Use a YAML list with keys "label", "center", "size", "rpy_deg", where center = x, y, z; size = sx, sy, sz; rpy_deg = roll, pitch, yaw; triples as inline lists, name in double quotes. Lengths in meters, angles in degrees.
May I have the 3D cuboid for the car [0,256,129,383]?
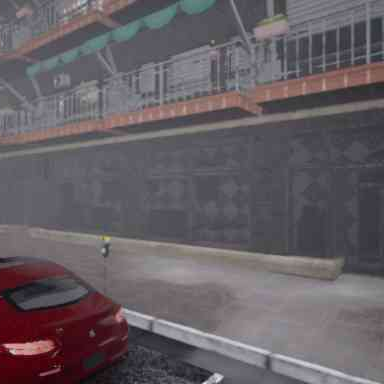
- label: "car"
  center: [-2.695, 1.584, 4.641]
  size: [4.206, 1.307, 1.802]
  rpy_deg: [0, 0, 35]
